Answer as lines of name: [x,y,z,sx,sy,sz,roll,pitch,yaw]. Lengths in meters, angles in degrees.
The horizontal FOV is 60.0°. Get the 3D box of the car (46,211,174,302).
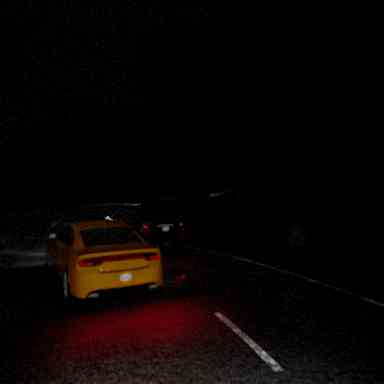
car: [-2.447,1.458,8.461,1.882,1.535,5.008,0,0,-29]

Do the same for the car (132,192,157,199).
car: [-6.875,0.793,48.046,1.812,1.442,4.674,0,4,32]

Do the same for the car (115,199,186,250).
car: [-2.306,1.321,13.296,2.097,1.767,4.553,0,0,-41]

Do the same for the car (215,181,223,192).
car: [3.592,-0.918,62.933,2.150,2.045,5.566,0,5,39]

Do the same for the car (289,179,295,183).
car: [23.440,-2.852,80.858,1.837,1.490,4.892,0,5,38]

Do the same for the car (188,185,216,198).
car: [1.415,0.178,54.003,1.895,1.301,4.718,0,5,35]
